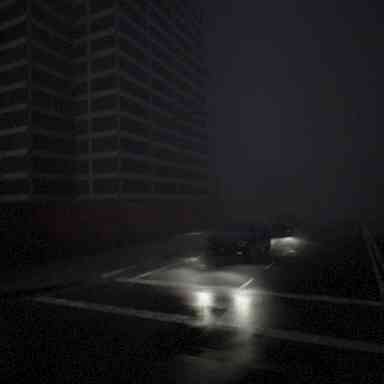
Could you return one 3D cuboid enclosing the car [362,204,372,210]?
[{"bbox_3d":[39.319,3.315,74.704,1.895,1.301,4.718,-3,-3,26],"label":"car"}]

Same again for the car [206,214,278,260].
[{"bbox_3d":[2.252,2.023,15.081,1.882,1.535,5.008,-3,-2,26],"label":"car"}]

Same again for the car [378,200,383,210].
[{"bbox_3d":[42.450,2.791,73.185,2.150,2.045,5.566,-3,-3,26],"label":"car"}]

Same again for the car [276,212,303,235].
[{"bbox_3d":[6.952,2.261,24.660,1.882,1.535,5.008,-3,-3,26],"label":"car"}]
